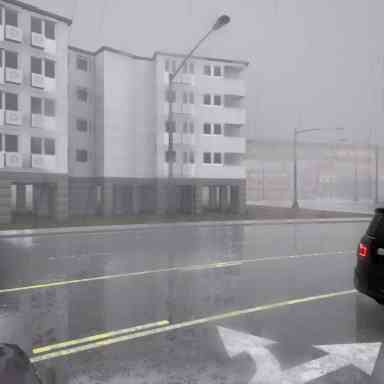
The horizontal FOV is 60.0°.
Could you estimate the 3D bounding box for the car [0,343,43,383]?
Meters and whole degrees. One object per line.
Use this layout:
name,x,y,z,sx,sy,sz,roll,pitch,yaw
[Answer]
car,-3.341,1.547,1.221,5.357,1.411,2.033,0,0,-37

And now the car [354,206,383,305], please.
car,5.671,1.221,6.277,5.566,2.045,2.150,0,0,-23
